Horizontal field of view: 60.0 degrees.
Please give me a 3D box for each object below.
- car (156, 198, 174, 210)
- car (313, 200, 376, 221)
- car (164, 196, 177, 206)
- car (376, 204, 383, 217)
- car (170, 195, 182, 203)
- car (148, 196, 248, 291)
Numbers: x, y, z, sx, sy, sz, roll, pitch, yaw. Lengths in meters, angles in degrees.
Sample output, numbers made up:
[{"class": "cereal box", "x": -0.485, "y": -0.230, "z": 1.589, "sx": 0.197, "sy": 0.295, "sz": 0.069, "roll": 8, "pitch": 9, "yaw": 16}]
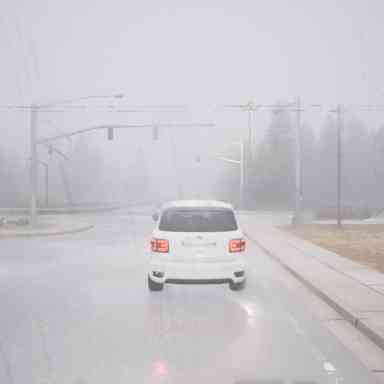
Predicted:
[{"class": "car", "x": -3.593, "y": 1.547, "z": 44.990, "sx": 2.033, "sy": 1.411, "sz": 5.357, "roll": 0, "pitch": 0, "yaw": 0}, {"class": "car", "x": 12.029, "y": 1.591, "z": 26.882, "sx": 4.181, "sy": 1.385, "sz": 1.994, "roll": 0, "pitch": 0, "yaw": 1}, {"class": "car", "x": -3.564, "y": 1.499, "z": 55.705, "sx": 1.837, "sy": 1.490, "sz": 4.892, "roll": 0, "pitch": 2, "yaw": 0}, {"class": "car", "x": 14.898, "y": 1.518, "z": 30.544, "sx": 4.902, "sy": 1.511, "sz": 2.128, "roll": 0, "pitch": 0, "yaw": 1}, {"class": "car", "x": -3.310, "y": 1.522, "z": 70.855, "sx": 2.128, "sy": 1.511, "sz": 4.902, "roll": 0, "pitch": 0, "yaw": 1}, {"class": "car", "x": 0.067, "y": 1.218, "z": 9.137, "sx": 2.150, "sy": 2.045, "sz": 5.566, "roll": 0, "pitch": 0, "yaw": -2}]
